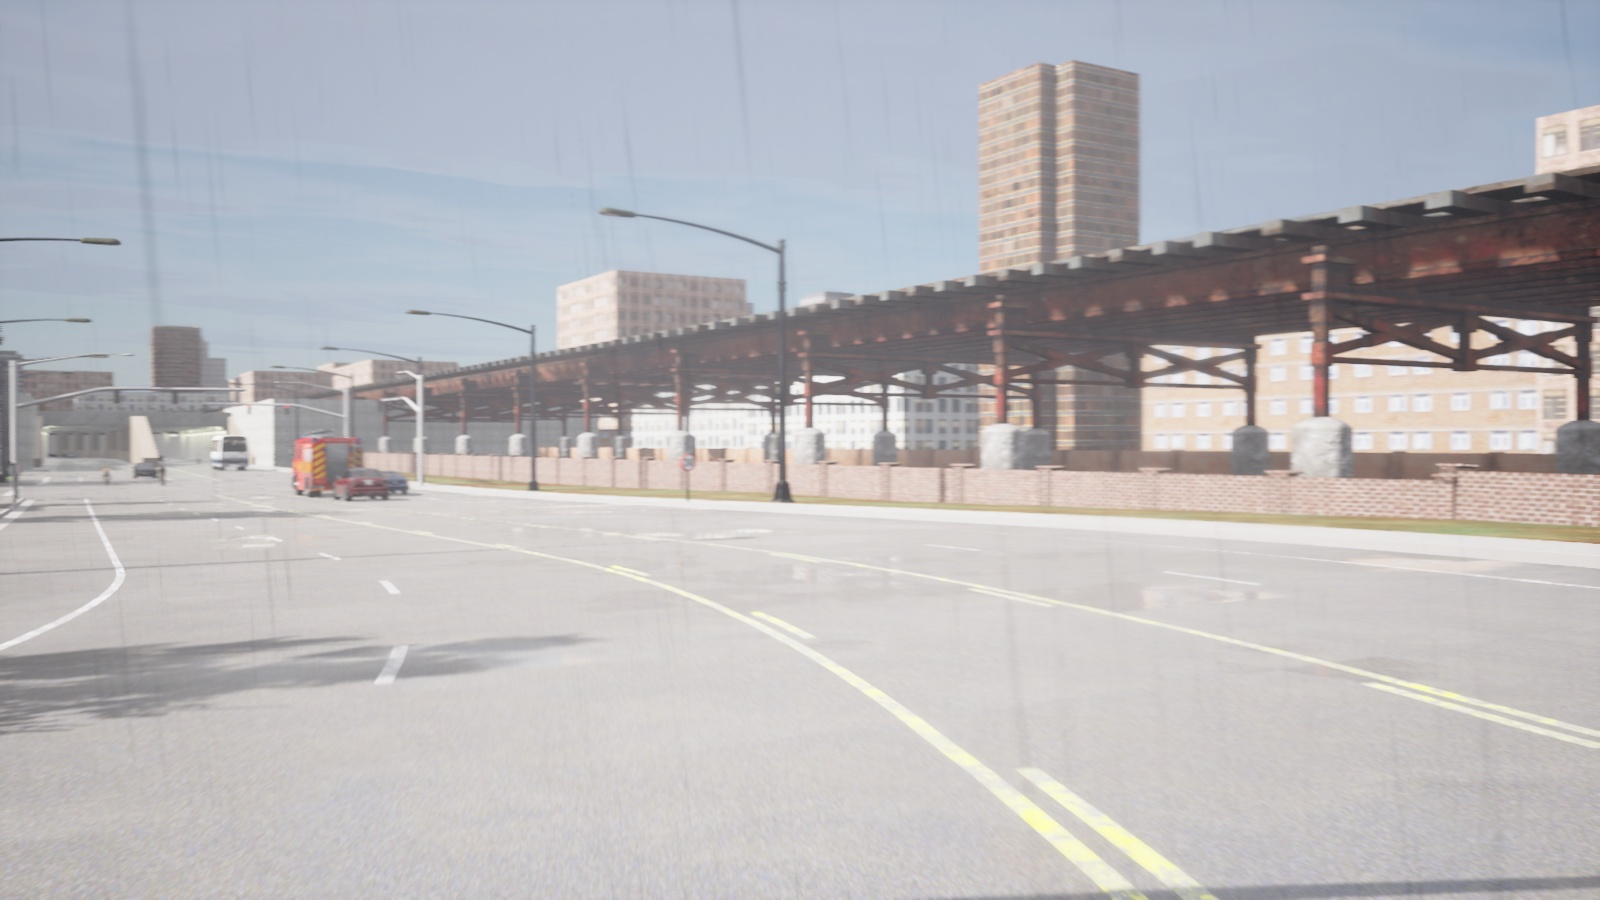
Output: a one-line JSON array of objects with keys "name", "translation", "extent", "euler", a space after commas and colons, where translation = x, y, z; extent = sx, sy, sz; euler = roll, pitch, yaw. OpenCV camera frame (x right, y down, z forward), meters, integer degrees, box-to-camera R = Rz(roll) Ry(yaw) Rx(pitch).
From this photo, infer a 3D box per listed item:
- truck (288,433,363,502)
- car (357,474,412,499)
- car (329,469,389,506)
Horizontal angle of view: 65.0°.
[{"name": "truck", "translation": [-27.903, 1.007, 73.573], "extent": [2.891, 3.827, 8.468], "euler": [-1, 0, -29]}, {"name": "car", "translation": [-25.128, 2.182, 75.860], "extent": [2.033, 1.411, 5.357], "euler": [-1, 0, -30]}, {"name": "car", "translation": [-22.895, 1.912, 65.077], "extent": [2.097, 1.767, 4.553], "euler": [-1, 0, -30]}]
